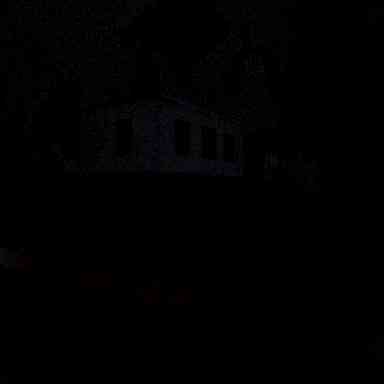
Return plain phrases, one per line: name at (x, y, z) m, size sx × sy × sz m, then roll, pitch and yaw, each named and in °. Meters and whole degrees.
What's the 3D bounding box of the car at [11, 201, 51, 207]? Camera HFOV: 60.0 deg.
car at (-14.724, 1.525, 29.203) m, size 2.033 × 1.411 × 5.357 m, roll 0°, pitch 0°, yaw 29°
